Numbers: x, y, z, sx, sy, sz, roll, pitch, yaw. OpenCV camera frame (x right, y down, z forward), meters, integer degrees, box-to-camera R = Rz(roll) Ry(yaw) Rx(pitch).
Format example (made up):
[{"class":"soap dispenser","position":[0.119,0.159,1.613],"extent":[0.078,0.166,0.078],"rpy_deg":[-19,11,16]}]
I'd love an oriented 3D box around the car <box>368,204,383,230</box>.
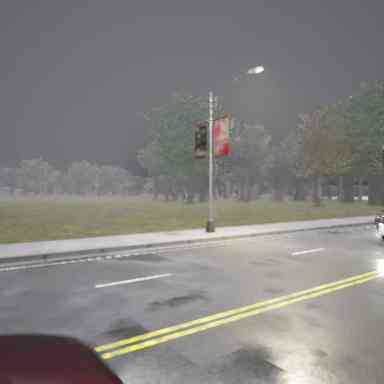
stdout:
[{"class":"car","position":[13.640,1.565,21.393],"extent":[4.902,1.511,2.128],"rpy_deg":[0,0,-35]}]

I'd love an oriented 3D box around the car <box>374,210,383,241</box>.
[{"class":"car","position":[10.959,1.277,15.492],"extent":[5.566,2.045,2.150],"rpy_deg":[0,0,-36]}]

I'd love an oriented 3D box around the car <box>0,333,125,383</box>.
[{"class":"car","position":[-2.332,1.561,1.778],"extent":[4.181,1.385,1.994],"rpy_deg":[0,0,-36]}]
